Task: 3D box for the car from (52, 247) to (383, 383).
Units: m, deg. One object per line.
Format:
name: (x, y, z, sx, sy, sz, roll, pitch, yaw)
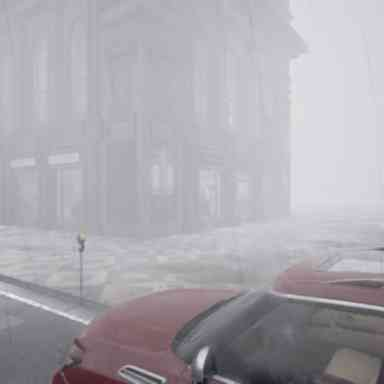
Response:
car: (1.257, 1.315, 2.071, 5.009, 1.841, 2.192, 0, 0, 35)
